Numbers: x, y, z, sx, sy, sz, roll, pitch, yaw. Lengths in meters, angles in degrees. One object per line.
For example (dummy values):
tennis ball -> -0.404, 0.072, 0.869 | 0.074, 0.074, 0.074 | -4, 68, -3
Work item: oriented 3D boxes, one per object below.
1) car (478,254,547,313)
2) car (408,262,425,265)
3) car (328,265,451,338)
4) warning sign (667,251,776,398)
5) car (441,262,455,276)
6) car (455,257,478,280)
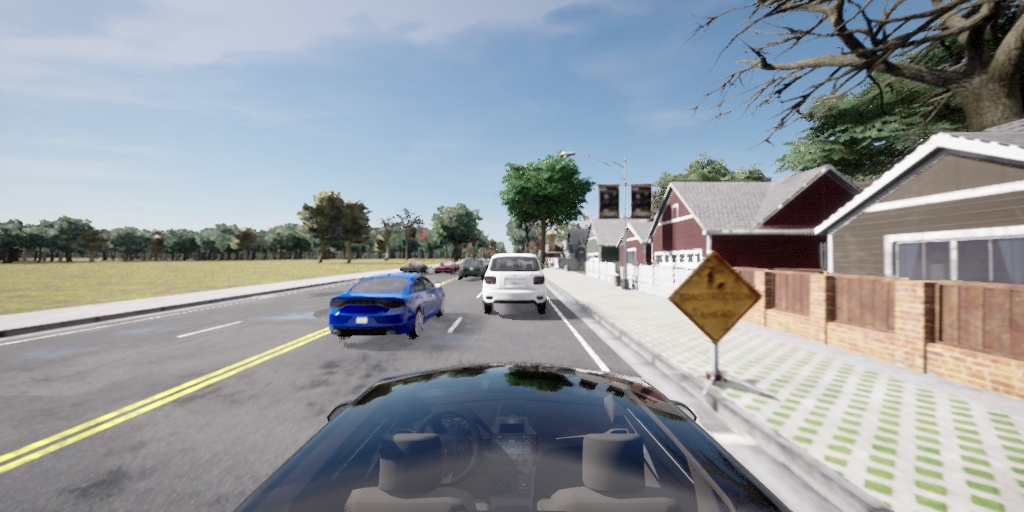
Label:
car -> 0.097, 0.933, 13.982 | 2.150, 2.045, 5.566 | 0, 0, 0
car -> -9.837, 1.265, 36.249 | 1.895, 1.301, 4.718 | 0, 0, 0
car -> -3.167, 1.200, 10.069 | 1.882, 1.535, 5.008 | 0, 0, 0
warning sign -> 2.851, 0.854, 5.016 | 1.300, 1.860, 1.060 | 0, 0, 0
car -> -6.587, 1.265, 36.259 | 1.895, 1.301, 4.718 | 0, 0, 0
car -> -3.150, 1.028, 30.178 | 2.097, 1.767, 4.553 | 0, 0, 0
